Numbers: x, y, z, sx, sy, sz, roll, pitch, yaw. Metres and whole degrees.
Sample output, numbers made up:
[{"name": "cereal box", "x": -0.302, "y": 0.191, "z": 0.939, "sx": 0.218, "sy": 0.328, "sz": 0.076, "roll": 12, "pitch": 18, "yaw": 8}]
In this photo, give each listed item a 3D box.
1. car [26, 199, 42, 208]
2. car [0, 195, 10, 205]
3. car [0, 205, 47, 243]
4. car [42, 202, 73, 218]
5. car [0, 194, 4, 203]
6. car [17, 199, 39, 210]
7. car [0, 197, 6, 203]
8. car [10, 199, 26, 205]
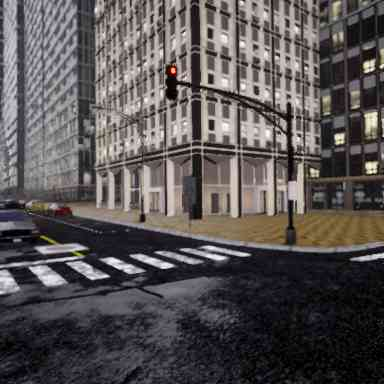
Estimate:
[{"name": "car", "x": -18.778, "y": 1.602, "z": 39.857, "sx": 1.752, "sy": 1.417, "sz": 4.829, "roll": 1, "pitch": -1, "yaw": -36}, {"name": "car", "x": -16.142, "y": 1.276, "z": 26.189, "sx": 2.150, "sy": 2.045, "sz": 5.566, "roll": 0, "pitch": 0, "yaw": -36}, {"name": "car", "x": -8.626, "y": 1.578, "z": 15.670, "sx": 2.033, "sy": 1.411, "sz": 5.357, "roll": 0, "pitch": 0, "yaw": -36}, {"name": "car", "x": -12.194, "y": 1.638, "z": 30.642, "sx": 1.802, "sy": 1.307, "sz": 4.206, "roll": 1, "pitch": -1, "yaw": -36}, {"name": "car", "x": -44.620, "y": 1.471, "z": 76.021, "sx": 2.192, "sy": 1.841, "sz": 5.009, "roll": 1, "pitch": -1, "yaw": -36}, {"name": "car", "x": -21.923, "y": 1.652, "z": 44.256, "sx": 1.947, "sy": 1.339, "sz": 4.313, "roll": 1, "pitch": -1, "yaw": -36}, {"name": "car", "x": -41.380, "y": 1.690, "z": 71.481, "sx": 1.887, "sy": 1.381, "sz": 4.507, "roll": 1, "pitch": -1, "yaw": -36}, {"name": "car", "x": -20.807, "y": 1.580, "z": 38.217, "sx": 1.837, "sy": 1.490, "sz": 4.892, "roll": 0, "pitch": 0, "yaw": -36}]
